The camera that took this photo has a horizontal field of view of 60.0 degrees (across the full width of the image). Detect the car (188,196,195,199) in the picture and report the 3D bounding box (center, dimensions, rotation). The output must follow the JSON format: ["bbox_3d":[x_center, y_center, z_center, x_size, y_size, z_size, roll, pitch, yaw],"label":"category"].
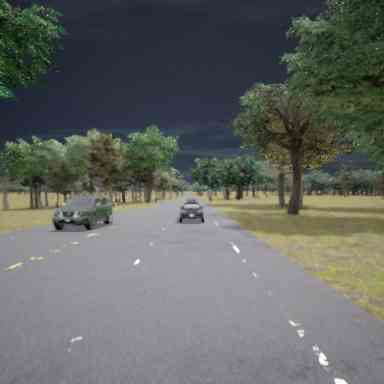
[{"bbox_3d":[-0.048,1.701,63.233,2.033,1.411,5.357,0,0,0],"label":"car"}]

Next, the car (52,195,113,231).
[{"bbox_3d":[-6.718,1.232,21.179,2.150,2.045,5.566,0,0,4],"label":"car"}]

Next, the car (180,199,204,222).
[{"bbox_3d":[-0.019,1.535,26.440,1.812,1.442,4.674,0,0,0],"label":"car"}]
